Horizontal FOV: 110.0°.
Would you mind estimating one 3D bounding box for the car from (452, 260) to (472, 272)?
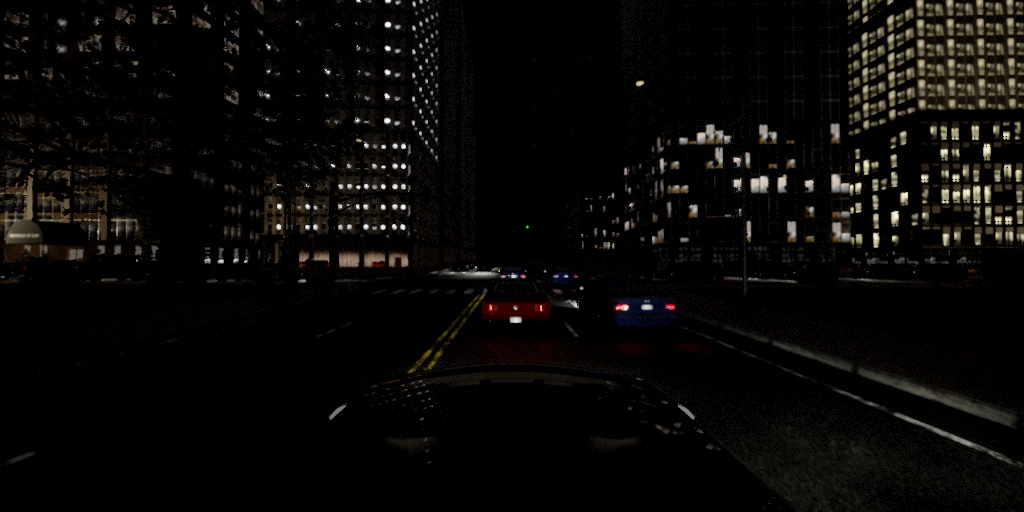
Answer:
[{"bbox_3d":[-7.112,1.417,49.915,1.837,1.490,4.892,0,0,-1],"label":"car"}]

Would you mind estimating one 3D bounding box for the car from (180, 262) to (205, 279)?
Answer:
[{"bbox_3d":[-28.958,1.274,31.066,5.008,1.535,1.882,0,-1,2],"label":"car"}]

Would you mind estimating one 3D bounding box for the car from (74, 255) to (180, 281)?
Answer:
[{"bbox_3d":[-29.755,0.957,27.841,5.566,2.045,2.150,0,-1,2],"label":"car"}]

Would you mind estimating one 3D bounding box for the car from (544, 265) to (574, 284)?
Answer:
[{"bbox_3d":[3.319,1.321,24.672,2.033,1.411,5.357,0,0,-1],"label":"car"}]

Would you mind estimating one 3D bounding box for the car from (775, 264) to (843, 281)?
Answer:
[{"bbox_3d":[27.008,1.452,32.356,4.674,1.442,1.812,0,-1,2],"label":"car"}]

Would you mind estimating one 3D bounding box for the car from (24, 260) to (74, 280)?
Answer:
[{"bbox_3d":[-38.821,1.135,31.374,4.553,1.767,2.097,0,-1,2],"label":"car"}]

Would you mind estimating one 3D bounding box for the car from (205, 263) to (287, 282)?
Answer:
[{"bbox_3d":[-20.315,1.274,27.550,4.674,1.442,1.812,0,-1,2],"label":"car"}]

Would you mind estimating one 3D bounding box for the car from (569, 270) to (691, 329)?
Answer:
[{"bbox_3d":[3.352,1.335,11.409,2.033,1.411,5.357,0,0,0],"label":"car"}]

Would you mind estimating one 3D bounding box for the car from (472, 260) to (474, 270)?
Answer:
[{"bbox_3d":[-7.236,1.418,59.263,1.882,1.535,5.008,0,0,0],"label":"car"}]

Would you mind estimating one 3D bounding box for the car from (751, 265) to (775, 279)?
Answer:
[{"bbox_3d":[26.222,1.548,35.636,4.181,1.385,1.994,0,-1,2],"label":"car"}]

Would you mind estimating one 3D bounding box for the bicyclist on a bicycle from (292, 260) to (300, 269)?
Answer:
[{"bbox_3d":[-25.149,1.299,41.813,0.582,1.620,1.656,0,-1,2],"label":"bicyclist on a bicycle"}]

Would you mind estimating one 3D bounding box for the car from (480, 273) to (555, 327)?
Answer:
[{"bbox_3d":[0.103,1.388,11.576,1.895,1.301,4.718,0,0,0],"label":"car"}]

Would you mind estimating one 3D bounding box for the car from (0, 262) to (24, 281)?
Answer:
[{"bbox_3d":[-42.592,1.266,28.238,5.357,1.411,2.033,0,-1,2],"label":"car"}]

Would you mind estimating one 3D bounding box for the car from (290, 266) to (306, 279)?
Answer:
[{"bbox_3d":[-19.973,1.372,30.789,4.181,1.385,1.994,0,-1,2],"label":"car"}]

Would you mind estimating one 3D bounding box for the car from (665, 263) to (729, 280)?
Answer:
[{"bbox_3d":[17.042,1.406,32.637,4.902,1.511,2.128,0,-1,2],"label":"car"}]

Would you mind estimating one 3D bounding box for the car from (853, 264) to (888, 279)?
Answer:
[{"bbox_3d":[36.498,1.521,35.353,4.674,1.442,1.812,0,-1,2],"label":"car"}]

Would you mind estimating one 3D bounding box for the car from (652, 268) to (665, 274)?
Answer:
[{"bbox_3d":[16.852,1.521,35.893,5.357,1.411,2.033,0,-1,2],"label":"car"}]

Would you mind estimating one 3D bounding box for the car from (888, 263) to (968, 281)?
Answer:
[{"bbox_3d":[37.448,1.415,32.076,5.008,1.535,1.882,0,-1,2],"label":"car"}]

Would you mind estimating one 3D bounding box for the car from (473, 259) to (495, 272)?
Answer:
[{"bbox_3d":[-3.881,1.407,50.780,2.128,1.511,4.902,0,0,-2],"label":"car"}]

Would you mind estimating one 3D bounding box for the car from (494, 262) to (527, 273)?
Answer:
[{"bbox_3d":[0.054,1.317,24.721,2.033,1.411,5.357,0,0,-1],"label":"car"}]
